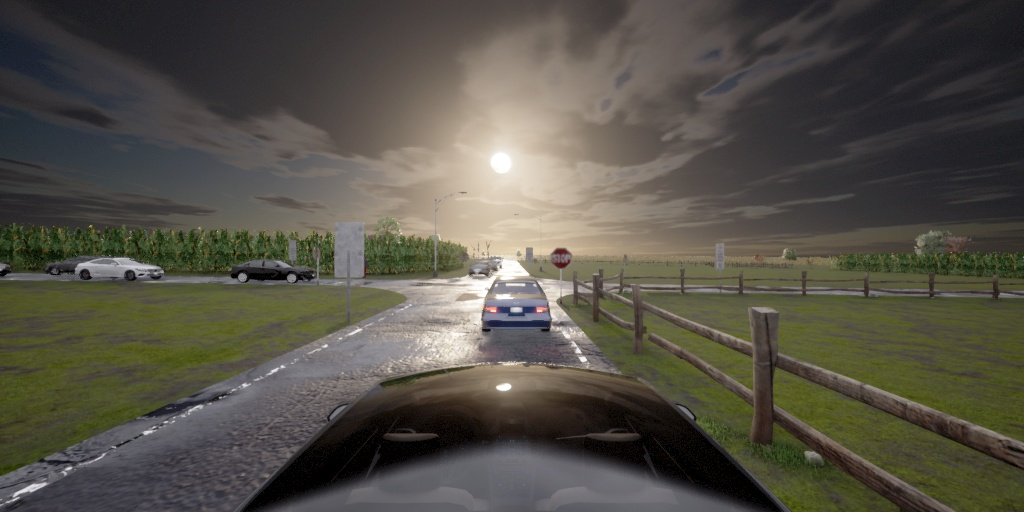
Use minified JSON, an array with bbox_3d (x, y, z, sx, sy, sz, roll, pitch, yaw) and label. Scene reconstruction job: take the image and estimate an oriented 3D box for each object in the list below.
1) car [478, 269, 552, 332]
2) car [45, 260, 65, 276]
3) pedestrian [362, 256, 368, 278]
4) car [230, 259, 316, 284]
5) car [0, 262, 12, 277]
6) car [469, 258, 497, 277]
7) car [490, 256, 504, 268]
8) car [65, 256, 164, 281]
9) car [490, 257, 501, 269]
[{"bbox_3d":[0.101,1.299,10.845,2.033,1.411,5.357,0,0,0],"label":"car"},{"bbox_3d":[-31.283,0.728,26.486,4.902,1.511,2.128,1,-1,0],"label":"car"},{"bbox_3d":[-12.163,0.890,29.567,0.375,1.860,0.375,0,-2,0],"label":"pedestrian"},{"bbox_3d":[-15.602,0.966,23.614,5.008,1.535,1.882,1,-1,-1],"label":"car"},{"bbox_3d":[-36.096,0.617,23.533,4.902,1.511,2.128,1,-1,0],"label":"car"},{"bbox_3d":[-3.050,1.246,35.697,2.128,1.511,4.902,0,0,4],"label":"car"},{"bbox_3d":[-2.796,0.982,60.245,2.150,2.045,5.566,0,0,1],"label":"car"},{"bbox_3d":[-25.724,0.834,23.553,4.674,1.442,1.812,1,-1,0],"label":"car"},{"bbox_3d":[-2.826,1.258,47.235,1.837,1.490,4.892,0,1,0],"label":"car"}]
